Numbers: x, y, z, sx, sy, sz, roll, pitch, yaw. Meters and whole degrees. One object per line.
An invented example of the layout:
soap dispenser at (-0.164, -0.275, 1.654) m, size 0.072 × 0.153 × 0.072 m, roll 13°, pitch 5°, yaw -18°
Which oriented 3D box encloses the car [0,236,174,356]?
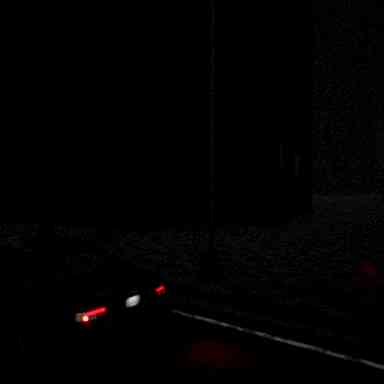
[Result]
car at (-2.853, 1.544, 6.034) m, size 5.357 × 1.411 × 2.033 m, roll 0°, pitch 0°, yaw 36°
